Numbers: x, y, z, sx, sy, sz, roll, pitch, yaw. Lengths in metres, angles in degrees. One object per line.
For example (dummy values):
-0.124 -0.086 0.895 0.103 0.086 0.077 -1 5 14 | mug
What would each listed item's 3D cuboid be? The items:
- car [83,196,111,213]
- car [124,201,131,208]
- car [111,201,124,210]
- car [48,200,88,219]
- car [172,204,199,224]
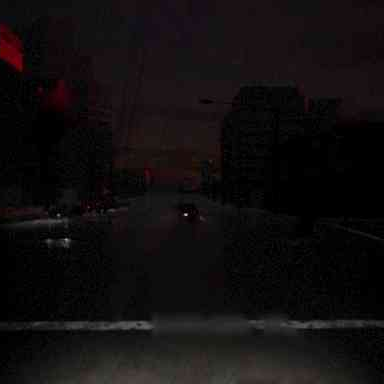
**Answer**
-11.745 1.437 40.089 2.150 2.045 5.566 0 -1 -2 | car
-12.424 2.238 60.393 1.895 1.301 4.718 0 -1 -2 | car
-12.063 1.985 49.985 1.994 1.385 4.181 0 -1 -1 | car
-11.387 1.674 30.393 1.895 1.301 4.718 0 -1 -2 | car
-0.510 1.586 25.368 1.994 1.385 4.181 0 0 -2 | car
